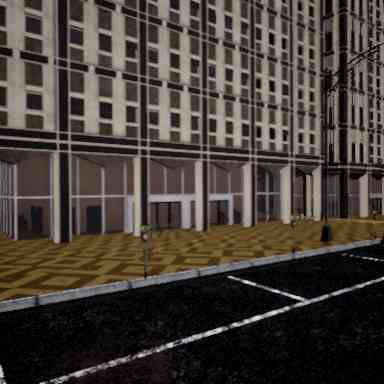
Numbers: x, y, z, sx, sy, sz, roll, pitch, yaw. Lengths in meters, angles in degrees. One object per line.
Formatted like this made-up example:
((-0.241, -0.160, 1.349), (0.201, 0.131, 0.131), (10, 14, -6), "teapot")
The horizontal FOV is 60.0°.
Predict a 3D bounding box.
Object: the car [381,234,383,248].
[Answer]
((9.128, 1.591, 13.088), (4.206, 1.307, 1.802), (0, -1, -36), "car")
